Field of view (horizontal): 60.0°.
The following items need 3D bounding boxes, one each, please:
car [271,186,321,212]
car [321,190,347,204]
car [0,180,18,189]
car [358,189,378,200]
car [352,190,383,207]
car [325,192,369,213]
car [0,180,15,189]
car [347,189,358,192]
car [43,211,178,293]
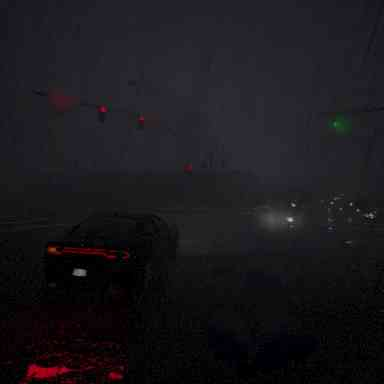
[{"bbox_3d":[8.670,0.533,28.102,2.150,2.045,5.566,2,2,38],"label":"car"},{"bbox_3d":[14.779,0.691,35.805,1.837,1.490,4.892,2,2,38],"label":"car"},{"bbox_3d":[-38.584,-1.498,69.621,1.905,1.878,3.866,2,2,38],"label":"car"},{"bbox_3d":[27.253,0.411,51.414,1.882,1.535,5.008,2,2,38],"label":"car"},{"bbox_3d":[18.731,0.833,35.156,1.994,1.385,4.181,2,2,39],"label":"car"},{"bbox_3d":[13.279,0.981,28.291,1.895,1.301,4.718,2,2,38],"label":"car"},{"bbox_3d":[-40.820,-1.590,71.457,1.932,1.855,4.605,2,2,38],"label":"car"},{"bbox_3d":[20.963,0.413,43.547,2.097,1.767,4.553,2,2,39],"label":"car"},{"bbox_3d":[-1.601,1.200,8.282,1.882,1.535,5.008,2,2,8],"label":"car"}]
